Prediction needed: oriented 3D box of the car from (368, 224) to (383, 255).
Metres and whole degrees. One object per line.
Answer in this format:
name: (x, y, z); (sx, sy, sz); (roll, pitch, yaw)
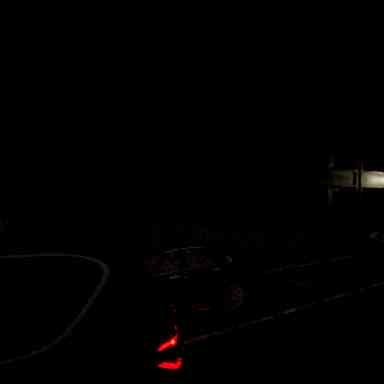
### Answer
car: (8.490, 1.609, 12.690); (4.097, 1.590, 1.967); (1, -1, -35)

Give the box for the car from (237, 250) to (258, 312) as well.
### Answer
car: (-0.695, 1.585, 6.153); (4.403, 1.369, 2.008); (1, -1, -35)

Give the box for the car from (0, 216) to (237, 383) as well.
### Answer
car: (-2.614, 1.205, 1.518); (5.566, 2.045, 2.150); (1, 0, -35)
